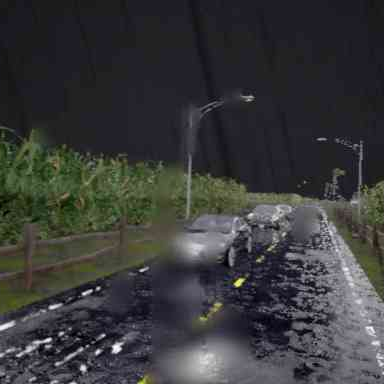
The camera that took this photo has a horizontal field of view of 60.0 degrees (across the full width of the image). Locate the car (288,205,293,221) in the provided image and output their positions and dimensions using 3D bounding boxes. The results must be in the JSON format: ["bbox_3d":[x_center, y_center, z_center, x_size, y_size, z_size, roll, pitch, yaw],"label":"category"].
[{"bbox_3d":[9.243,2.014,33.910,1.837,1.490,4.892,2,0,21],"label":"car"}]

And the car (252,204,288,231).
[{"bbox_3d":[5.283,1.651,23.462,2.097,1.767,4.553,2,0,21],"label":"car"}]

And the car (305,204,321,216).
[{"bbox_3d":[16.798,2.449,45.984,1.994,1.385,4.181,2,0,21],"label":"car"}]

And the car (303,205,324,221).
[{"bbox_3d":[12.751,2.170,35.118,1.837,1.490,4.892,2,0,21],"label":"car"}]

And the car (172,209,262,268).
[{"bbox_3d":[0.925,1.564,11.913,2.128,1.511,4.902,2,0,21],"label":"car"}]
